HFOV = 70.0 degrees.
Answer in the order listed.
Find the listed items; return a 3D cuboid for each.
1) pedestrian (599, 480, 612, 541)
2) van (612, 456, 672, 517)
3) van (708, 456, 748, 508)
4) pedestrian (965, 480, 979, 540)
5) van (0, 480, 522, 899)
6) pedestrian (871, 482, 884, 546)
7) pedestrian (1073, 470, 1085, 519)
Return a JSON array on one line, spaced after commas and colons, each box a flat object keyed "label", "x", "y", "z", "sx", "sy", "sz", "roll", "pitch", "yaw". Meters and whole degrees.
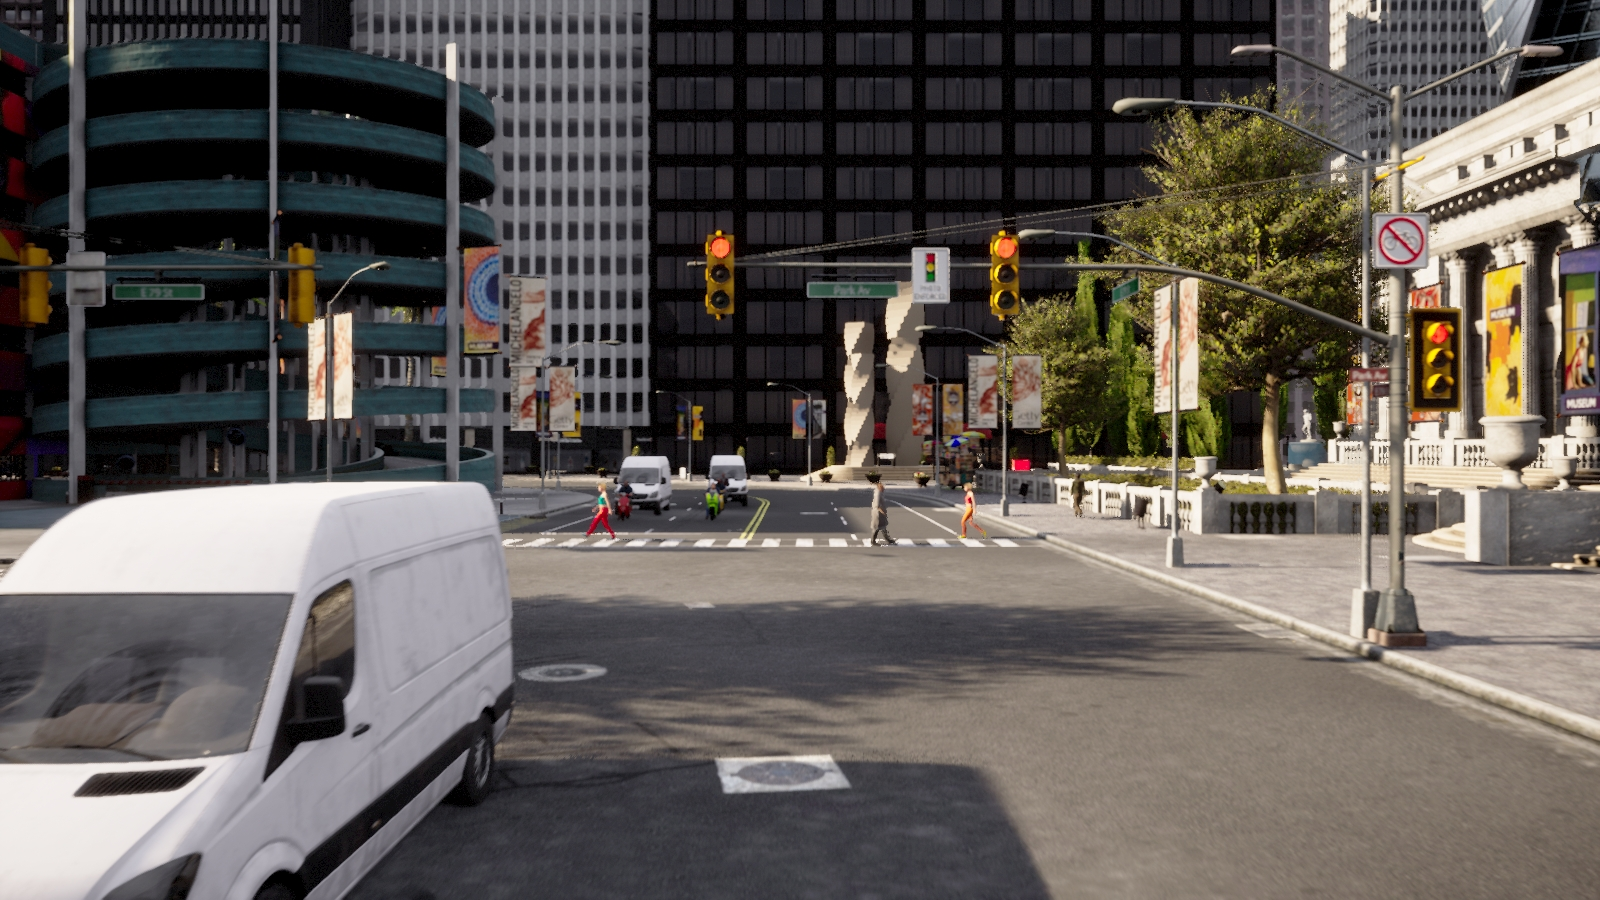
[{"label": "pedestrian", "x": -6.011, "y": 1.875, "z": 35.267, "sx": 0.375, "sy": 1.860, "sz": 0.375, "roll": 0, "pitch": 0, "yaw": -11}, {"label": "van", "x": -7.062, "y": 1.572, "z": 51.733, "sx": 1.988, "sy": 2.561, "sz": 5.915, "roll": 0, "pitch": 0, "yaw": -1}, {"label": "van", "x": -3.802, "y": 1.579, "z": 59.616, "sx": 1.988, "sy": 2.561, "sz": 5.915, "roll": 0, "pitch": 0, "yaw": -5}, {"label": "pedestrian", "x": 5.425, "y": 1.875, "z": 35.995, "sx": 0.375, "sy": 1.860, "sz": 0.375, "roll": 0, "pitch": 0, "yaw": -3}, {"label": "van", "x": -3.509, "y": 1.541, "z": 7.381, "sx": 1.988, "sy": 2.561, "sz": 5.915, "roll": 0, "pitch": 0, "yaw": 0}, {"label": "pedestrian", "x": 2.270, "y": 1.873, "z": 33.470, "sx": 0.375, "sy": 1.860, "sz": 0.375, "roll": 0, "pitch": 0, "yaw": 4}, {"label": "pedestrian", "x": 10.840, "y": 1.729, "z": 44.403, "sx": 0.375, "sy": 1.860, "sz": 0.375, "roll": 0, "pitch": 0, "yaw": -4}]
